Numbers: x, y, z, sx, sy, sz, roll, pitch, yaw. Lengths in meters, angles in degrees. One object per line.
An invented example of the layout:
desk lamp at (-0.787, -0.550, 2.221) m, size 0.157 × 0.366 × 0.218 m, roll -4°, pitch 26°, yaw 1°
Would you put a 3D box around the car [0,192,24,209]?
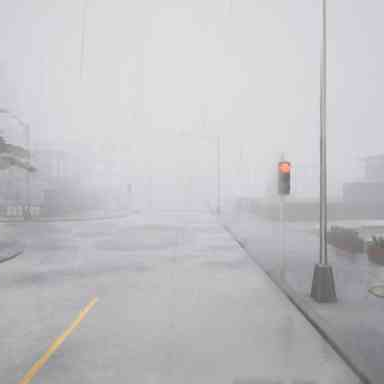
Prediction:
car at (-19.736, 0.985, 34.939) m, size 1.905 × 1.878 × 3.866 m, roll 0°, pitch 0°, yaw 35°
